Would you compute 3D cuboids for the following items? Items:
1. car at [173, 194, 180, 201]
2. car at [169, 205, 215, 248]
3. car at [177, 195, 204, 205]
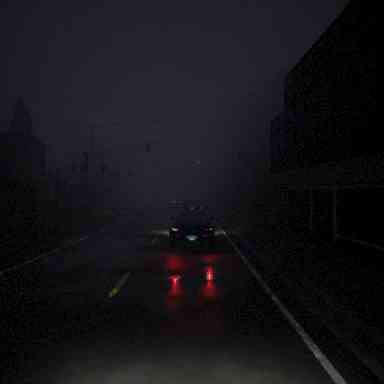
[{"bbox_3d":[-3.500,1.350,82.392,2.097,1.767,4.553,0,0,0],"label":"car"},{"bbox_3d":[0.000,1.532,14.650,1.812,1.442,4.674,0,0,0],"label":"car"},{"bbox_3d":[0.000,1.365,29.620,2.097,1.767,4.553,0,0,0],"label":"car"}]
